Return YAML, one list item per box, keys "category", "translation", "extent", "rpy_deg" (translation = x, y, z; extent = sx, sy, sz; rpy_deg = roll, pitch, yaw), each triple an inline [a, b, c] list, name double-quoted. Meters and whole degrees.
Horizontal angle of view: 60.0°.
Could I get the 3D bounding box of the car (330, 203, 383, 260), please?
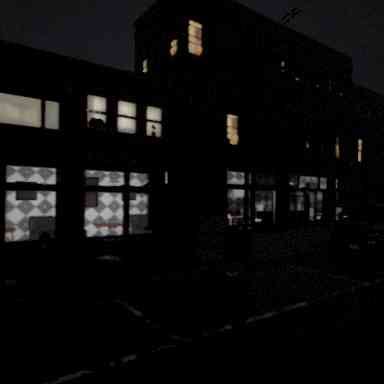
- category: "car"
  translation: [6.913, 1.330, 11.469]
  extent: [5.009, 1.841, 2.192]
  rpy_deg: [0, 1, -35]
